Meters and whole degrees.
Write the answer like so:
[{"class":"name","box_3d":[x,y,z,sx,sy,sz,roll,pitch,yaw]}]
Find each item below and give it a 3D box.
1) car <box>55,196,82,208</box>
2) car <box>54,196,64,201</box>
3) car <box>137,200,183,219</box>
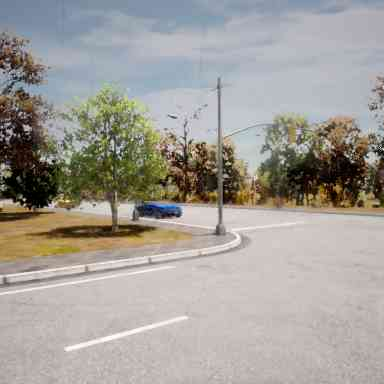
[{"class":"car","box_3d":[-16.441,1.417,44.875,1.882,1.535,5.008,-1,0,-38]},{"class":"car","box_3d":[-35.470,1.717,88.618,1.895,1.301,4.718,-1,0,-28]},{"class":"car","box_3d":[-2.752,1.353,27.725,1.882,1.535,5.008,-1,1,-38]}]
